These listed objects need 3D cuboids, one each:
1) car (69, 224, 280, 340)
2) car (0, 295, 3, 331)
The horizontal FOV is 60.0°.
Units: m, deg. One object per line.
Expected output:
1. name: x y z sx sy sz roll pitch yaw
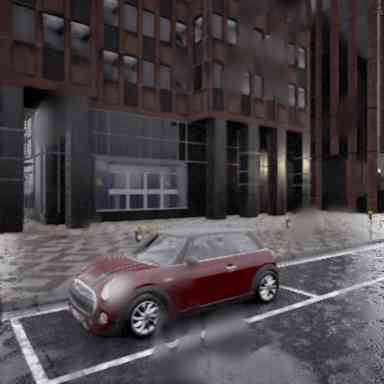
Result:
1. car: -0.217 1.440 6.493 4.097 1.590 1.967 0 0 -36
2. car: -4.714 1.313 3.286 5.009 1.841 2.192 0 0 -36
